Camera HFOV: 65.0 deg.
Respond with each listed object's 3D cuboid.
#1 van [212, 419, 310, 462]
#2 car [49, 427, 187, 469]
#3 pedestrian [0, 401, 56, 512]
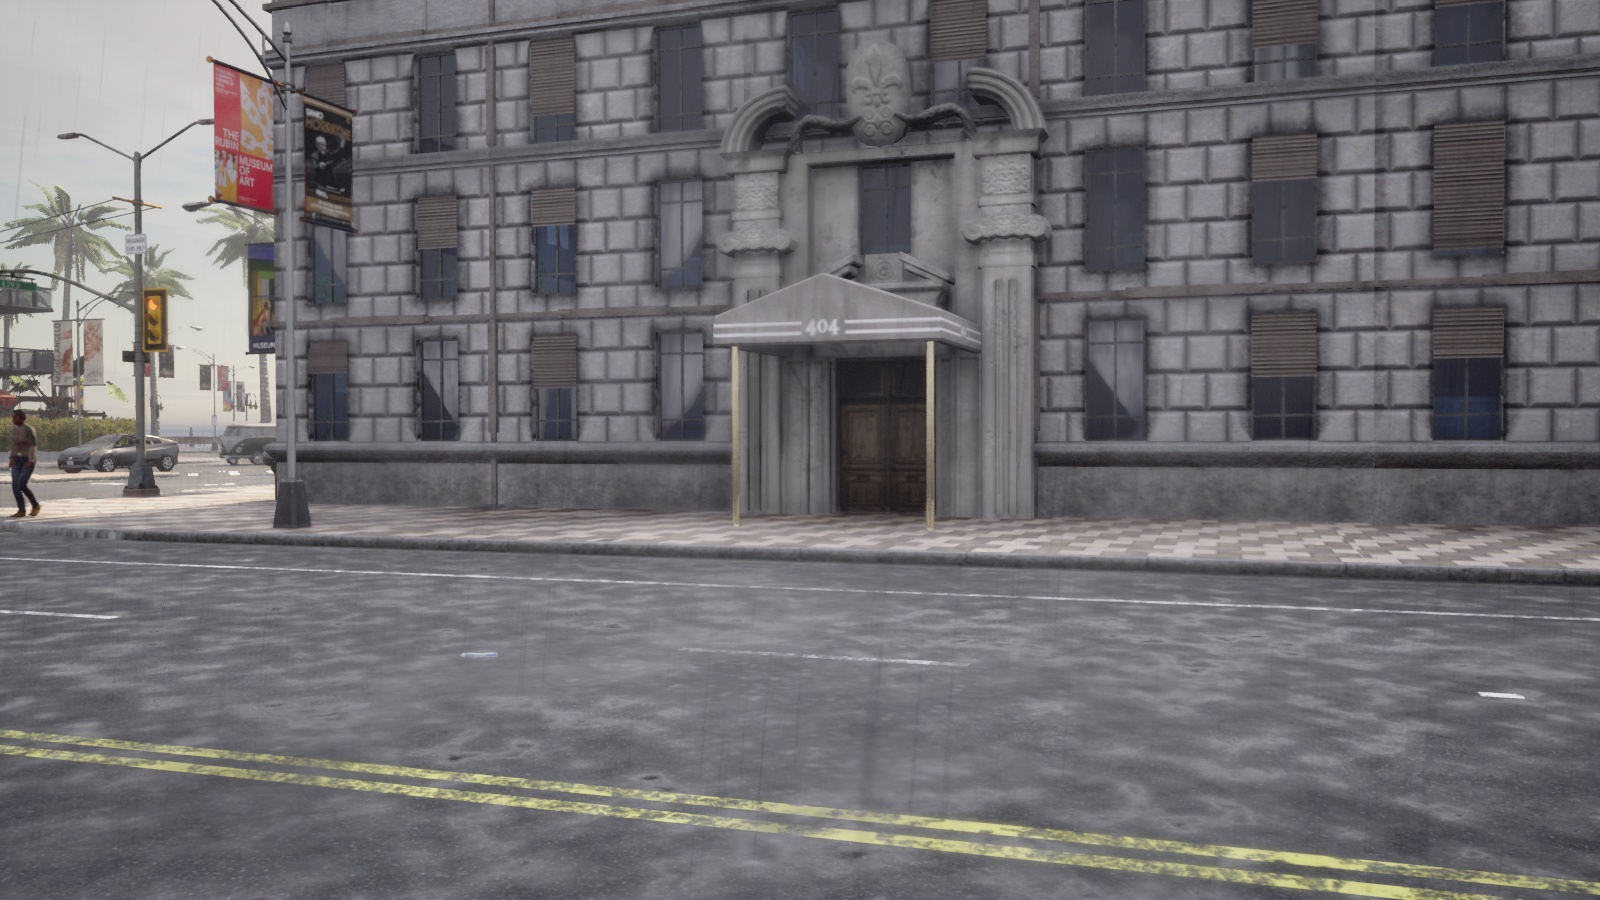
[{"bbox_3d":[-25.877,-0.486,60.463,1.775,1.987,4.442,1,1,20],"label":"van"},{"bbox_3d":[-26.233,-0.102,48.491,2.007,1.525,4.514,1,1,19],"label":"car"},{"bbox_3d":[-12.920,0.099,20.949,0.328,1.805,0.869,1,1,18],"label":"pedestrian"}]
